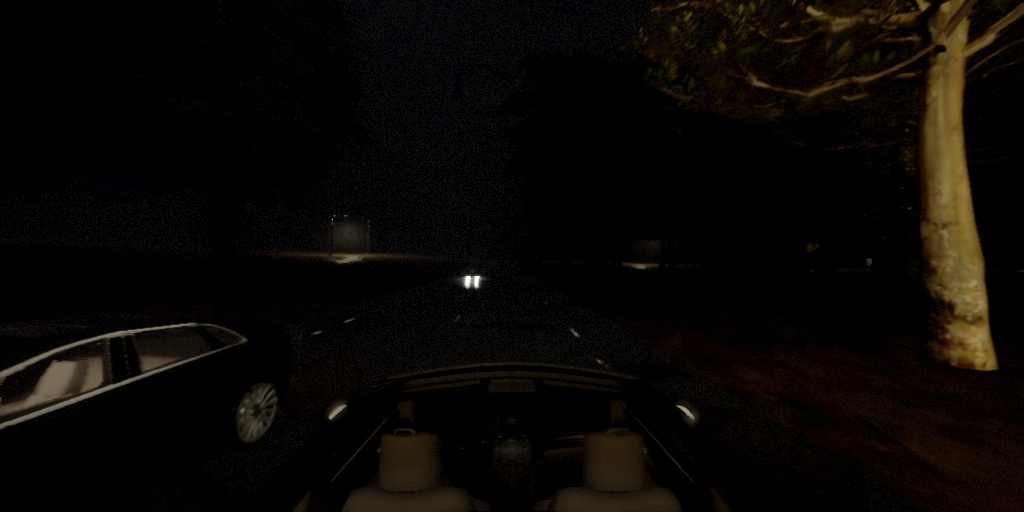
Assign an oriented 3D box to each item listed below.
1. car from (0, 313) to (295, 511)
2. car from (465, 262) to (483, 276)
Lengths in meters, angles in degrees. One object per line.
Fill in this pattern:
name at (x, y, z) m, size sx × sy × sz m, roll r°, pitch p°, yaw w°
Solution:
car at (-3.623, 1.256, 2.461) m, size 2.128 × 1.511 × 4.902 m, roll 0°, pitch -1°, yaw 0°
car at (-4.610, 1.552, 43.715) m, size 2.128 × 1.511 × 4.902 m, roll 0°, pitch 0°, yaw -2°
